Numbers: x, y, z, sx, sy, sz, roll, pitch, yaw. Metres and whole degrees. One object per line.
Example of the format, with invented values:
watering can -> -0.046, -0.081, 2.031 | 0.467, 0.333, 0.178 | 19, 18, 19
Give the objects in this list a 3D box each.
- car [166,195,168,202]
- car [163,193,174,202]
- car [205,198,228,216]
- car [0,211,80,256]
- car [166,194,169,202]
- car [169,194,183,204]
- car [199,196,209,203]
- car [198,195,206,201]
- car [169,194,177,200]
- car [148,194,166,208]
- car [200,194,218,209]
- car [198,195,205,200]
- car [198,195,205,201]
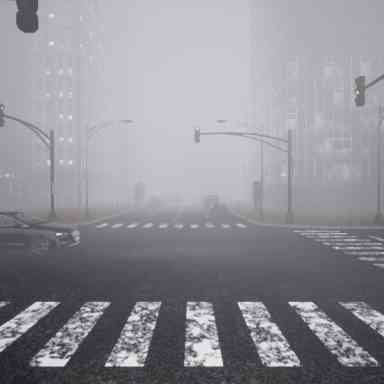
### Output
car -> -5.336, 1.557, 54.175 | 1.802, 1.307, 4.206 | -1, 0, 0
car -> -5.344, 1.273, 76.273 | 2.192, 1.841, 5.009 | -1, 0, 0
car -> 2.516, 1.569, 32.102 | 1.802, 1.307, 4.206 | -1, 0, 0
car -> -6.765, 1.496, 12.469 | 4.902, 1.511, 2.128 | 0, 0, 0
car -> -5.341, 1.403, 70.748 | 1.967, 1.590, 4.097 | -1, 0, 0
car -> -2.762, 1.320, 64.366 | 2.097, 1.767, 4.553 | 0, 0, 0
car -> 2.541, 1.508, 70.774 | 1.887, 1.381, 4.507 | -1, 0, 0
car -> 2.539, 1.536, 81.824 | 1.802, 1.307, 4.206 | -1, 0, 0
car -> -5.345, 1.384, 92.846 | 1.967, 1.590, 4.097 | -1, 0, 0
car -> -5.337, 1.419, 48.650 | 1.967, 1.590, 4.097 | -1, 0, 0
car -> 2.531, 1.297, 43.152 | 2.192, 1.841, 5.009 | -1, 0, 0
car -> 2.536, 1.489, 92.873 | 1.887, 1.381, 4.507 | -1, 0, 0
car -> 2.537, 1.474, 87.518 | 1.752, 1.417, 4.829 | -1, 0, 0
